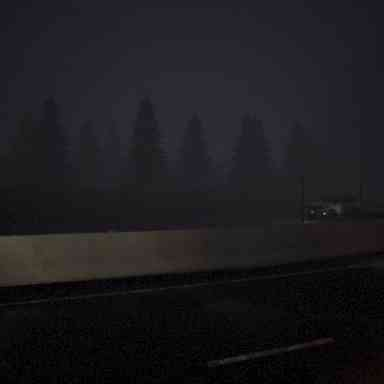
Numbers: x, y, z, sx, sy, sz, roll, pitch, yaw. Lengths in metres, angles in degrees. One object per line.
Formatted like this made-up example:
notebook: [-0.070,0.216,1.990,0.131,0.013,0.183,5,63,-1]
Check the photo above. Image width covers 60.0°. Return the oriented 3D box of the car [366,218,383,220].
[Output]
car: [15.605,1.498,26.265,5.008,1.535,1.882,0,0,-35]
